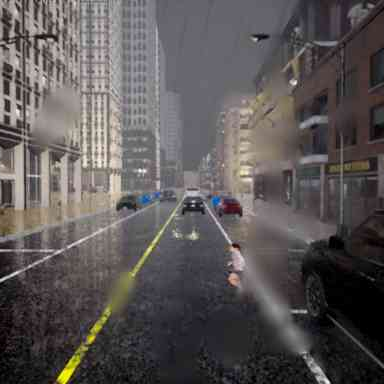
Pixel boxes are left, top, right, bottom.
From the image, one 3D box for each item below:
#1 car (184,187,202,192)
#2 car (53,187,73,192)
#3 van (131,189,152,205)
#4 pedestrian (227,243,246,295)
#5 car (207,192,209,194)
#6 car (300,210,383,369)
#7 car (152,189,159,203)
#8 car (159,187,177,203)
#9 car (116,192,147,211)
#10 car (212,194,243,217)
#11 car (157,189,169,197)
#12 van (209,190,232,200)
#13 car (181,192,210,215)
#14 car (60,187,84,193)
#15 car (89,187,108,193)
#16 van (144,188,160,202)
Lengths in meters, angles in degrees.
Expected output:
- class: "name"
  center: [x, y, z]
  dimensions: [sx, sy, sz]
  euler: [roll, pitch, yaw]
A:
- class: "car"
  center: [0.129, 0.317, 45.081]
  dimensions: [2.150, 2.045, 5.566]
  euler: [0, 0, 1]
- class: "car"
  center: [-32.258, -0.656, 83.330]
  dimensions: [4.206, 1.307, 1.802]
  euler: [1, 0, 0]
- class: "van"
  center: [-5.646, 0.623, 35.936]
  dimensions: [1.690, 1.788, 3.998]
  euler: [0, 1, 0]
- class: "pedestrian"
  center: [0.941, 1.534, 6.823]
  dimensions: [0.500, 1.100, 0.500]
  euler: [0, 1, -2]
- class: "car"
  center: [2.749, 0.611, 47.224]
  dimensions: [2.008, 1.369, 4.403]
  euler: [0, 1, 0]
- class: "car"
  center: [3.004, 1.149, 3.632]
  dimensions: [2.150, 2.045, 5.566]
  euler: [0, 1, 0]
- class: "car"
  center: [-5.638, 0.721, 41.587]
  dimensions: [2.008, 1.369, 4.403]
  euler: [0, 1, 0]
- class: "car"
  center: [-3.036, 0.489, 43.265]
  dimensions: [2.097, 1.767, 4.553]
  euler: [0, 1, 0]
- class: "car"
  center: [-5.652, 0.959, 30.293]
  dimensions: [1.947, 1.339, 4.313]
  euler: [0, 1, 0]
- class: "car"
  center: [2.721, 1.086, 24.635]
  dimensions: [1.802, 1.307, 4.206]
  euler: [0, 1, 0]
- class: "car"
  center: [-5.611, 0.171, 64.175]
  dimensions: [1.967, 1.590, 4.097]
  euler: [0, 1, 0]
- class: "van"
  center: [2.728, 0.734, 30.277]
  dimensions: [1.690, 1.788, 3.998]
  euler: [0, 1, 0]
- class: "car"
  center: [0.106, 1.009, 26.805]
  dimensions: [2.033, 1.411, 5.357]
  euler: [0, 1, 0]
- class: "car"
  center: [-26.614, -0.373, 74.960]
  dimensions: [4.206, 1.307, 1.802]
  euler: [1, 0, 0]
- class: "car"
  center: [-21.037, -0.408, 74.968]
  dimensions: [4.097, 1.590, 1.967]
  euler: [1, 0, 0]
- class: "van"
  center: [-5.631, 0.401, 47.231]
  dimensions: [1.690, 1.788, 3.998]
  euler: [0, 1, 0]
